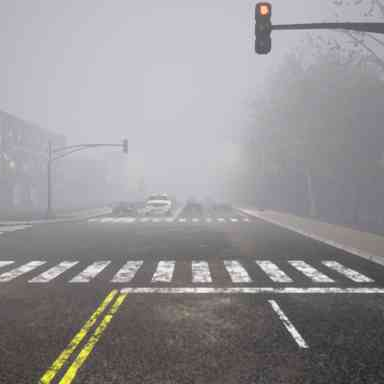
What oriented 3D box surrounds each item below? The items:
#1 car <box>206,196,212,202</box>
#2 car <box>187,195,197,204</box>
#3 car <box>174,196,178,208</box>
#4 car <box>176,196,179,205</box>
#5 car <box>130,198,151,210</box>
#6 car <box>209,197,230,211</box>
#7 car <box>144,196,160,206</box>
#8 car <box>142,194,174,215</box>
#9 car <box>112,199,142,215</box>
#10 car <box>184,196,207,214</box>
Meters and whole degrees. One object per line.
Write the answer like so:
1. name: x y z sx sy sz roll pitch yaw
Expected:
1. car: 3.322 1.523 64.944 2.033 1.411 5.357 0 0 0
2. car: 0.066 1.453 64.236 1.882 1.535 5.008 0 0 0
3. car: -3.294 1.586 43.803 1.895 1.301 4.718 0 0 1
4. car: -3.270 1.481 57.092 1.837 1.490 4.892 0 1 0
5. car: -6.539 1.549 42.461 1.994 1.385 4.181 0 0 1
6. car: 3.392 1.588 39.576 1.895 1.301 4.718 0 0 0
7. car: -6.519 1.472 54.873 2.128 1.511 4.902 0 0 0
8. car: -3.306 1.211 33.747 2.150 2.045 5.566 0 0 0
9. car: -6.560 1.591 33.155 1.895 1.301 4.718 0 0 0
10. car: 0.137 1.480 34.454 2.128 1.511 4.902 0 0 0
